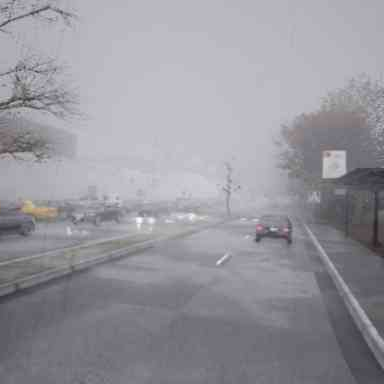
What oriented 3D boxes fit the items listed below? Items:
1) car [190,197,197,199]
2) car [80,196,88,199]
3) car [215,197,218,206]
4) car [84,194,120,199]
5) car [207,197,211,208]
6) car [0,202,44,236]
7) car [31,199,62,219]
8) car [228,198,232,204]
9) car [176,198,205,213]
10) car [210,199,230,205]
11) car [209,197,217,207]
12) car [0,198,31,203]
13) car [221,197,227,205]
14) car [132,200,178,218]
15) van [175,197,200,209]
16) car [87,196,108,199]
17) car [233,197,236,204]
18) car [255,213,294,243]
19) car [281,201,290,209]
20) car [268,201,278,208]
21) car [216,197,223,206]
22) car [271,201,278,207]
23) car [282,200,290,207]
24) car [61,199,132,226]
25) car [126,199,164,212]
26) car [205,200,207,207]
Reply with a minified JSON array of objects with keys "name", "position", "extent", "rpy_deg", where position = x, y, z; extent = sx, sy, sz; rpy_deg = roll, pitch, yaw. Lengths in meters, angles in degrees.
[{"name":"car","position":[-1.728,1.961,56.966],"extent":[4.553,1.767,2.185],"rpy_deg":[2,-1,-4]},{"name":"car","position":[-10.943,1.287,25.476],"extent":[4.892,1.521,2.231],"rpy_deg":[2,-1,-4]},{"name":"car","position":[2.448,2.429,71.291],"extent":[4.792,1.488,2.163],"rpy_deg":[1,-1,-4]},{"name":"car","position":[-9.300,1.161,31.200],"extent":[5.566,2.045,2.435],"rpy_deg":[2,-1,-4]},{"name":"car","position":[0.716,2.318,65.551],"extent":[4.792,1.488,2.163],"rpy_deg":[2,-1,-4]},{"name":"car","position":[-8.951,1.335,14.580],"extent":[1.994,1.385,4.181],"rpy_deg":[2,-1,16]},{"name":"car","position":[-11.970,1.217,22.602],"extent":[5.366,1.575,1.946],"rpy_deg":[2,0,-4]},{"name":"car","position":[6.638,2.353,85.618],"extent":[5.566,2.045,2.435],"rpy_deg":[1,-1,-4]},{"name":"car","position":[-0.177,1.972,44.432],"extent":[1.837,1.490,4.892],"rpy_deg":[2,-1,17]},{"name":"car","position":[7.446,2.641,88.471],"extent":[4.892,1.521,2.231],"rpy_deg":[1,0,-4]},{"name":"car","position":[1.767,2.347,68.442],"extent":[5.366,1.575,1.946],"rpy_deg":[2,-1,-4]},{"name":"car","position":[-12.650,1.194,19.748],"extent":[4.792,1.488,2.163],"rpy_deg":[2,0,-4]},{"name":"car","position":[4.907,2.279,79.877],"extent":[5.566,2.045,2.435],"rpy_deg":[1,0,-4]},{"name":"car","position":[-3.507,1.723,33.044],"extent":[2.033,1.411,5.357],"rpy_deg":[2,-1,17]},{"name":"van","position":[-0.802,1.937,59.851],"extent":[4.442,1.987,1.878],"rpy_deg":[2,-1,-4]},{"name":"car","position":[-10.118,1.348,28.345],"extent":[5.008,1.535,2.097],"rpy_deg":[2,-1,-4]},{"name":"car","position":[9.148,2.586,94.200],"extent":[4.553,1.767,2.185],"rpy_deg":[1,0,-4]},{"name":"car","position":[4.563,1.884,18.350],"extent":[2.033,1.411,5.357],"rpy_deg":[2,-1,16]},{"name":"car","position":[22.511,3.166,79.972],"extent":[1.882,1.535,5.008],"rpy_deg":[2,0,16]},{"name":"car","position":[19.632,3.108,80.812],"extent":[2.128,1.511,4.902],"rpy_deg":[2,0,16]},{"name":"car","position":[4.095,2.530,77.016],"extent":[4.674,1.452,2.002],"rpy_deg":[1,0,-4]},{"name":"car","position":[22.463,3.217,90.523],"extent":[1.812,1.442,4.674],"rpy_deg":[2,0,16]},{"name":"car","position":[25.339,3.154,89.654],"extent":[2.097,1.767,4.553],"rpy_deg":[2,0,16]},{"name":"car","position":[-6.440,1.442,23.138],"extent":[2.128,1.511,4.902],"rpy_deg":[2,-1,16]},{"name":"car","position":[-5.935,1.736,42.647],"extent":[4.674,1.452,2.002],"rpy_deg":[2,-1,-4]},{"name":"car","position":[-0.087,2.265,62.690],"extent":[4.674,1.452,2.002],"rpy_deg":[2,-1,-4]}]
